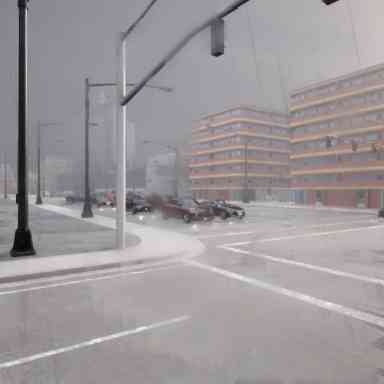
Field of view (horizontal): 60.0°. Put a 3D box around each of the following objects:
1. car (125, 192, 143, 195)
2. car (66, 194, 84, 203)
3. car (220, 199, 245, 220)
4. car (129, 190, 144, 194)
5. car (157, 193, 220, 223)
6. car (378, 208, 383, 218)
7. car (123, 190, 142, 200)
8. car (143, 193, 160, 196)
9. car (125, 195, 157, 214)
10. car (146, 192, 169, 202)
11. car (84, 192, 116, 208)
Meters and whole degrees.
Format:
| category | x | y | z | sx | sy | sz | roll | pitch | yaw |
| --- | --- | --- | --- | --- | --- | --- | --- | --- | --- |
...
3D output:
| category | x | y | z | sx | sy | sz | roll | pitch | yaw |
| --- | --- | --- | --- | --- | --- | --- | --- | --- | --- |
| car | -8.412 | 1.129 | 42.466 | 1.994 | 1.385 | 4.181 | 0 | 1 | -34 |
| car | -17.178 | 0.981 | 49.172 | 1.895 | 1.301 | 4.718 | 0 | 1 | -34 |
| car | 2.214 | 1.357 | 26.871 | 2.128 | 1.511 | 4.902 | 0 | 1 | -35 |
| car | -8.899 | 0.858 | 55.760 | 2.128 | 1.511 | 4.902 | 0 | 1 | -34 |
| car | -0.351 | 1.227 | 24.425 | 2.097 | 1.767 | 4.553 | 0 | 1 | -34 |
| car | 16.694 | 1.442 | 24.872 | 2.128 | 1.511 | 4.902 | -1 | 1 | -45 |
| car | -11.870 | 0.556 | 66.323 | 2.097 | 1.767 | 4.553 | 0 | 1 | -34 |
| car | -2.789 | 1.092 | 34.216 | 2.097 | 1.767 | 4.553 | 0 | 1 | -34 |
| car | -5.210 | 1.317 | 31.554 | 1.994 | 1.385 | 4.181 | 0 | 1 | -34 |
| car | -6.008 | 0.871 | 57.733 | 1.837 | 1.490 | 4.892 | 0 | 1 | -34 |
| car | -10.906 | 1.069 | 39.911 | 2.128 | 1.511 | 4.902 | 0 | 1 | -34 |
